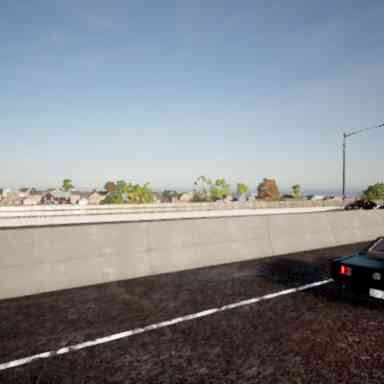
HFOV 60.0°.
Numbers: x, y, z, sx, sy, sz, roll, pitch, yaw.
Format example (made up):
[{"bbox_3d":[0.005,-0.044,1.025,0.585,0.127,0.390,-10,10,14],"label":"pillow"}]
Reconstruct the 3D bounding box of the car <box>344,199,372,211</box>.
[{"bbox_3d":[19.897,1.640,39.099,4.892,1.490,1.837,0,0,-34],"label":"car"}]

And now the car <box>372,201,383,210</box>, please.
[{"bbox_3d":[22.067,1.701,36.341,4.181,1.385,1.994,0,0,-34],"label":"car"}]

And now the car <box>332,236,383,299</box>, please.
[{"bbox_3d":[5.289,1.618,7.481,4.718,1.301,1.895,0,0,-35],"label":"car"}]
